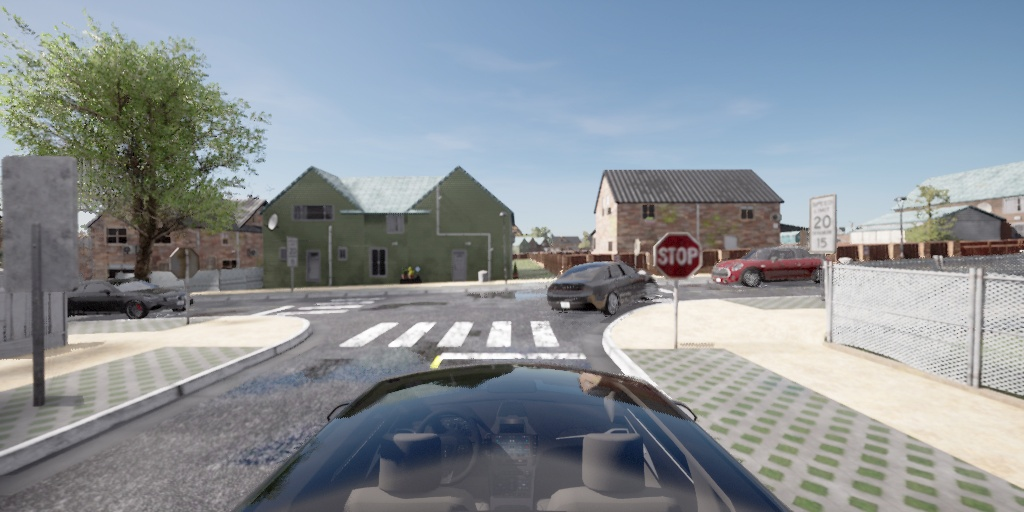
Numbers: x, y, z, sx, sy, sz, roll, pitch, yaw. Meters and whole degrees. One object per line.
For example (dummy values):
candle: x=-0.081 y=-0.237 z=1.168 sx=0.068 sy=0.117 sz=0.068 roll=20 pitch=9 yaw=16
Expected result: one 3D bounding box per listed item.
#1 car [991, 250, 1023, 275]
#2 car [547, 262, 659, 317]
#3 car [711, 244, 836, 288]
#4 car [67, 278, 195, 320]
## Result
car: x=24.284 y=0.112 z=15.787 sx=4.674 sy=1.442 sz=1.812 roll=-2 pitch=1 yaw=1
car: x=3.120 y=0.948 z=11.897 sx=1.837 sy=1.490 sz=4.892 roll=-5 pitch=1 yaw=43
car: x=11.426 y=0.398 z=15.951 sx=4.553 sy=1.767 sz=2.097 roll=-2 pitch=1 yaw=1
car: x=-14.620 y=1.561 z=13.334 sx=4.674 sy=1.442 sz=1.812 roll=-2 pitch=1 yaw=1
